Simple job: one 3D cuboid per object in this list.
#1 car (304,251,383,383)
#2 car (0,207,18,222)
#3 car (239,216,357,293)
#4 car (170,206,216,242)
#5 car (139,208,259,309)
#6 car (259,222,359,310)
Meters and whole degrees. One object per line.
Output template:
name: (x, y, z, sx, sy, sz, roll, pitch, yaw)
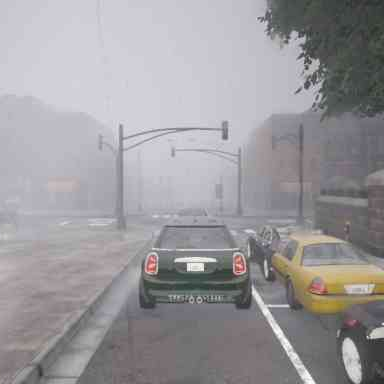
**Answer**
car: (2.626, 1.550, 2.486, 2.008, 1.369, 4.403, -1, 0, 0)
car: (-14.718, 1.426, 23.129, 4.892, 1.490, 1.837, 1, 1, 0)
car: (2.668, 1.548, 9.622, 2.008, 1.369, 4.403, -1, 0, 0)
car: (0.042, 1.555, 17.464, 2.033, 1.411, 5.357, 0, 0, 0)
car: (0.080, 1.350, 8.030, 2.097, 1.767, 4.553, 0, 0, 0)
car: (2.688, 1.523, 7.648, 1.752, 1.417, 4.829, -1, 0, 0)
